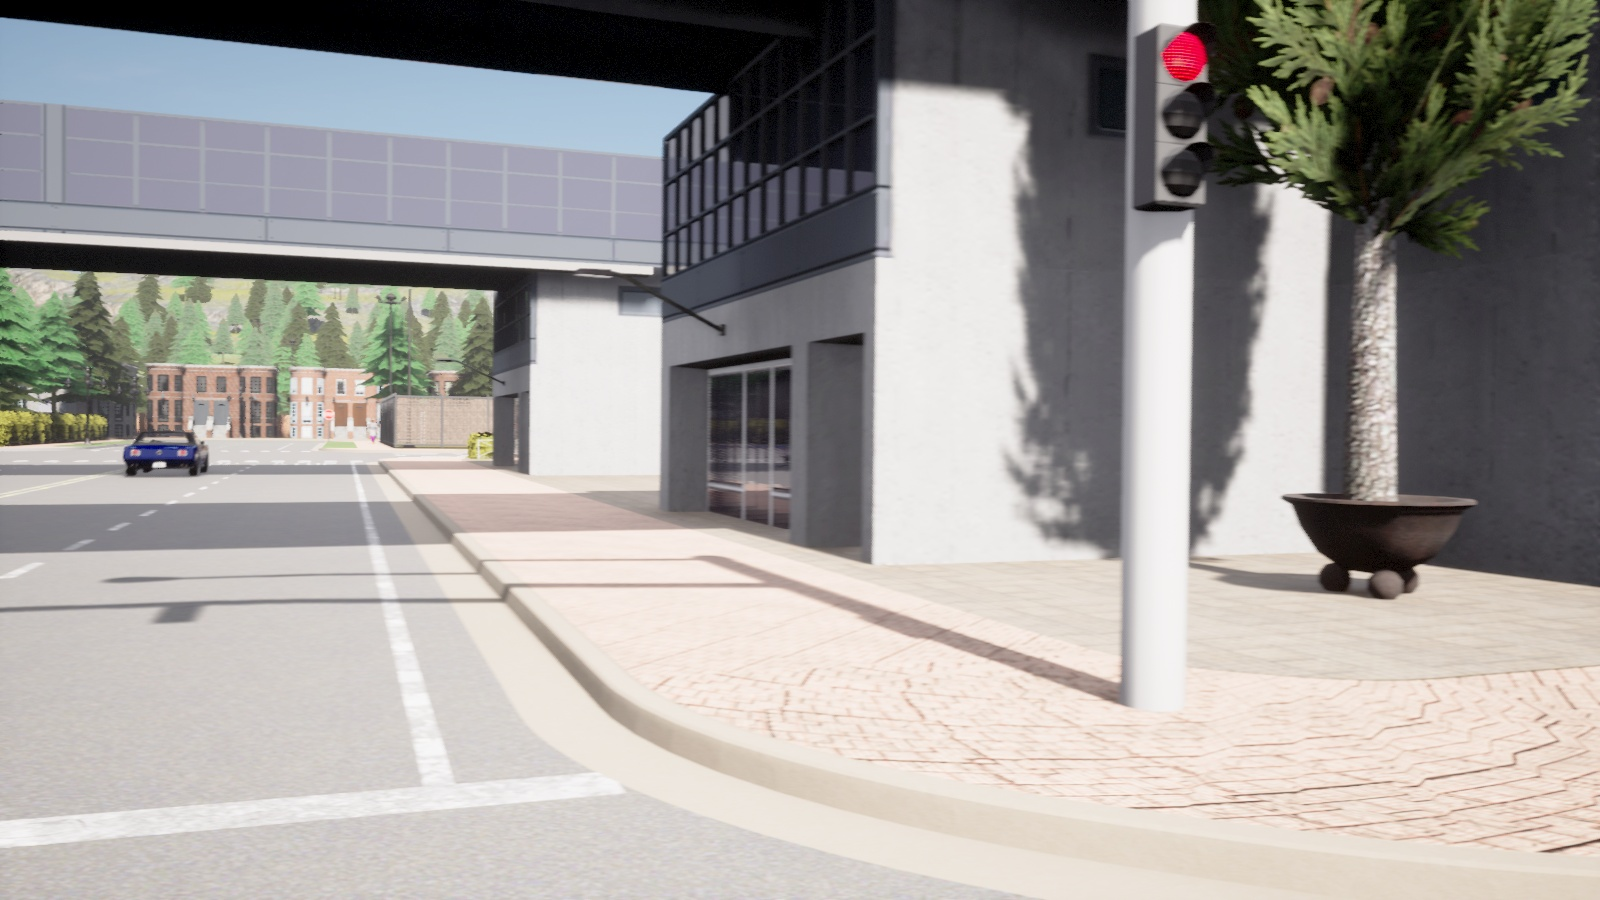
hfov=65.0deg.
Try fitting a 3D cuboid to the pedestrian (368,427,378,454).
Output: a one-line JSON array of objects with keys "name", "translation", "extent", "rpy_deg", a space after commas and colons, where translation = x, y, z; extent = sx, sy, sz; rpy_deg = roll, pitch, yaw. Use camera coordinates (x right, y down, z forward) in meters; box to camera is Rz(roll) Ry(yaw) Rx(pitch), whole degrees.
[{"name": "pedestrian", "translation": [-31.190, -0.709, 91.724], "extent": [0.659, 1.952, 0.873], "rpy_deg": [-1, 1, -20]}]

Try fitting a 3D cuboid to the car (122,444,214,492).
[{"name": "car", "translation": [-18.842, 0.490, 37.628], "extent": [1.895, 1.301, 4.718], "rpy_deg": [-1, 1, -20]}]
